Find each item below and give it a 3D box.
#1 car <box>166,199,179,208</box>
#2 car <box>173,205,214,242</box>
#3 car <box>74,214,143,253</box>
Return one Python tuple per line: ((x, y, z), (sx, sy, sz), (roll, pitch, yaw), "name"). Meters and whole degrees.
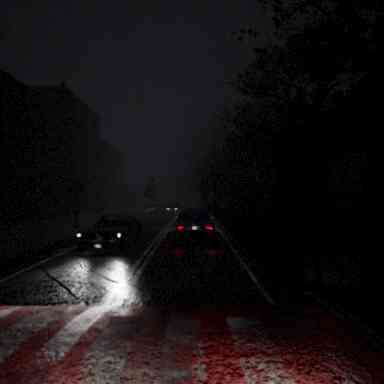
((-3.158, 1.910, 54.740), (2.033, 1.411, 5.357), (0, -1, 1), "car")
((0.118, 1.589, 16.615), (2.033, 1.411, 5.357), (0, 0, 0), "car")
((-3.337, 1.636, 14.071), (1.895, 1.301, 4.718), (0, 0, 0), "car")
